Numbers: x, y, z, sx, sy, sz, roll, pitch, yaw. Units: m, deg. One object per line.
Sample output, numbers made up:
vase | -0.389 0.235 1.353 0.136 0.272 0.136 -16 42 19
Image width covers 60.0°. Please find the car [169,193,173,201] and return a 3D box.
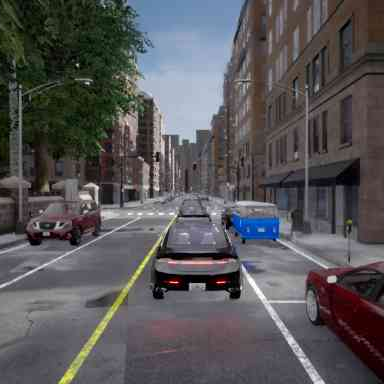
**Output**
car | -5.702 1.493 70.055 1.887 1.381 4.507 0 0 0

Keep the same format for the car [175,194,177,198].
car | -5.709 1.496 86.408 2.008 1.369 4.403 0 0 0

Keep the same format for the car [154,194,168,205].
car | -5.697 1.480 58.984 1.752 1.417 4.829 0 0 0

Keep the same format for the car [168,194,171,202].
car | -5.699 1.502 64.604 2.008 1.369 4.403 0 0 0

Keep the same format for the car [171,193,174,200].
car | -5.704 1.491 75.506 1.887 1.381 4.507 0 0 0

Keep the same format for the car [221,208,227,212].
car | 2.846 1.557 21.169 1.947 1.339 4.313 0 0 0

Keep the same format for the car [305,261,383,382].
car | 2.853 1.544 4.188 1.887 1.381 4.507 0 0 0

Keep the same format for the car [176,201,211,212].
car | 0.090 1.485 18.348 2.128 1.511 4.902 0 0 0

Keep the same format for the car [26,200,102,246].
car | -5.677 1.310 15.465 2.192 1.841 5.009 0 0 0

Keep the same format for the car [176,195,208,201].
car | -0.014 1.338 27.526 2.097 1.767 4.553 0 0 0

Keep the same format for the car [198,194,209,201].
car | 2.820 1.387 75.546 1.967 1.590 4.097 0 0 0

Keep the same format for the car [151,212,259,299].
car | 0.096 1.490 8.409 2.128 1.511 4.902 0 0 0

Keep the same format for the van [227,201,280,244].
van | 2.848 1.336 15.509 1.690 1.788 3.998 0 0 0
